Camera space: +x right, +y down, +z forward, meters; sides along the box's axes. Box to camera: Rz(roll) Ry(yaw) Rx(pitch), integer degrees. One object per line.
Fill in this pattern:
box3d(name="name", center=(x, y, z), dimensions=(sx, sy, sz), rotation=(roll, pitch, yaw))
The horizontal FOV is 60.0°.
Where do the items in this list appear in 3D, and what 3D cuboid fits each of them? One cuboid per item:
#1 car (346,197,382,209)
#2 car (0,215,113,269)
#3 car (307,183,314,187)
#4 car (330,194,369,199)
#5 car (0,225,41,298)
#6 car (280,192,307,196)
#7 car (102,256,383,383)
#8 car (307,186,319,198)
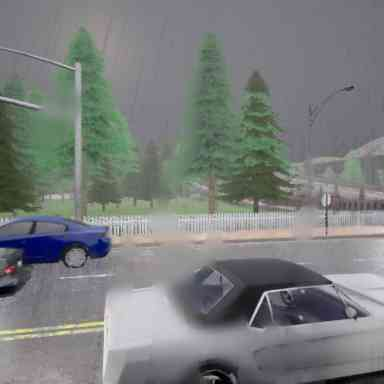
box3d(name="car", center=(23.211, 1.411, 45.152), dimensions=(1.994, 1.385, 4.181), rotation=(0, 2, -16))
box3d(name="car", center=(-5.004, 1.478, 10.195), dimensions=(5.008, 1.535, 1.882), rotation=(0, 0, -14))
box3d(name="car", center=(25.678, -1.241, 75.457), dimensions=(2.128, 1.511, 4.902), rotation=(0, 7, -16))
box3d(name="car", center=(20.000, 1.411, 43.642), dimensions=(2.033, 1.411, 5.357), rotation=(0, 2, -16))
box3d(name="car", center=(-6.024, 1.547, 6.327), dimensions=(5.357, 1.411, 2.033), rotation=(0, 0, -14))
box3d(name="car", center=(16.555, 0.614, 55.884), dimensions=(1.837, 1.490, 4.892), rotation=(0, 6, -15))
box3d(name="car", center=(1.280, 1.601, 4.362), dimensions=(4.718, 1.301, 1.895), rotation=(0, 0, -14))
box3d(name="car", center=(20.095, 0.521, 56.208), dimensions=(2.097, 1.767, 4.553), rotation=(0, 4, -15))
